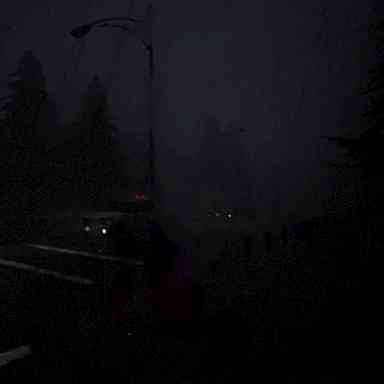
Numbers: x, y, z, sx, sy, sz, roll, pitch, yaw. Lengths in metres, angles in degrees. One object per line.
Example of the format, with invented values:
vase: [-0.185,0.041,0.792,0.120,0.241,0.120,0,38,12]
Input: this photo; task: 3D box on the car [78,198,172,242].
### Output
car: [-3.366,1.383,17.928,2.150,2.045,5.566,-1,0,35]

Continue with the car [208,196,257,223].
car: [3.510,1.385,27.778,2.150,2.045,5.566,-1,0,35]
